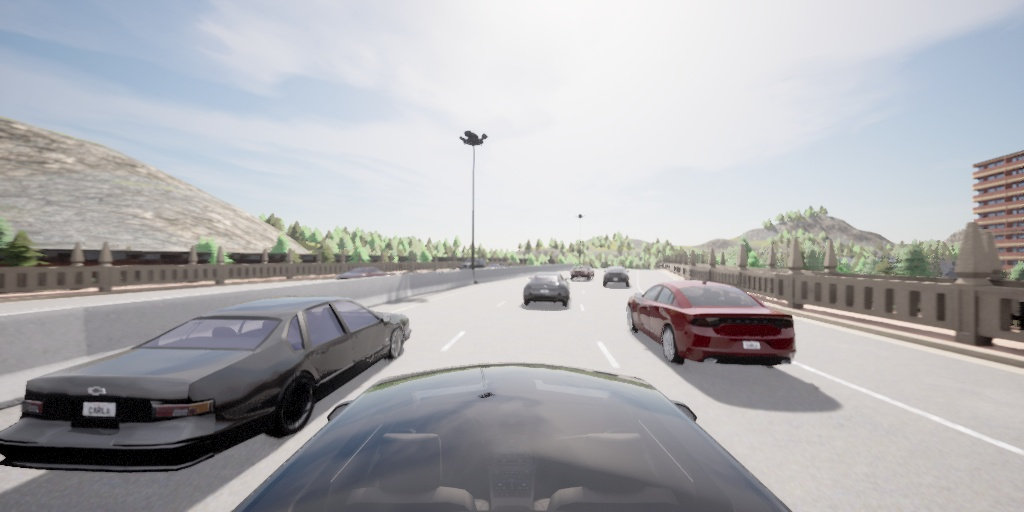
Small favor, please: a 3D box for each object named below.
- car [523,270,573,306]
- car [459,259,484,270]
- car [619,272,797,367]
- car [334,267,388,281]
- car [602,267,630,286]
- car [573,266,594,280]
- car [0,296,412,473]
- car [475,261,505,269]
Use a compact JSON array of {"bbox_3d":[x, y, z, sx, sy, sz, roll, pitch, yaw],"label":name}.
[{"bbox_3d":[1.729,1.458,16.893,1.994,1.385,4.181,0,-1,10],"label":"car"},{"bbox_3d":[-5.683,1.408,52.625,2.150,2.045,5.566,0,-1,19],"label":"car"},{"bbox_3d":[4.040,1.300,8.206,1.882,1.535,5.008,0,-1,5],"label":"car"},{"bbox_3d":[-10.789,1.500,26.002,1.994,1.385,4.181,0,-1,15],"label":"car"},{"bbox_3d":[8.175,1.542,28.056,1.812,1.442,4.674,0,-1,18],"label":"car"},{"bbox_3d":[7.142,1.686,35.985,1.895,1.301,4.718,0,-1,19],"label":"car"},{"bbox_3d":[-3.228,1.321,5.428,2.033,1.411,5.357,0,-1,3],"label":"car"},{"bbox_3d":[-1.984,1.660,42.107,2.033,1.411,5.357,0,-1,20],"label":"car"}]
